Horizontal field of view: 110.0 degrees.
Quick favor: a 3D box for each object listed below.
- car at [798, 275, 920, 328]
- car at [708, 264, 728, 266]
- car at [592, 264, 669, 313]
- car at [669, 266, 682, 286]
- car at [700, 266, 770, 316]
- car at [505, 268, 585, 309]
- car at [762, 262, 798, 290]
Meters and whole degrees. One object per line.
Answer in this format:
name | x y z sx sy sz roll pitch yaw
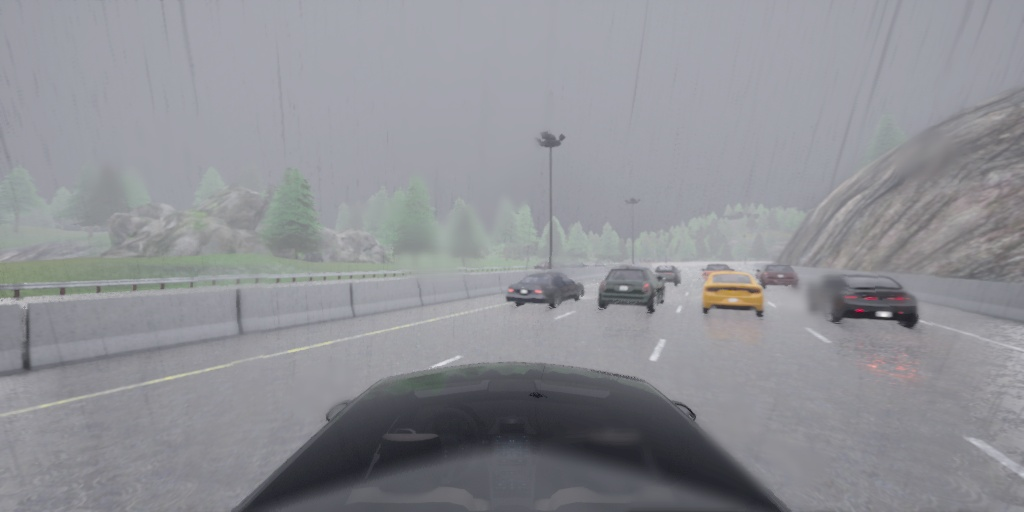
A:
car | 11.387 1.353 11.990 1.837 1.490 4.892 0 0 29
car | 15.362 1.350 26.792 2.097 1.767 4.553 0 -1 29
car | 5.181 1.239 15.231 2.097 1.767 4.553 0 -1 29
car | 12.314 1.513 28.513 2.128 1.511 4.902 0 -1 29
car | 8.665 1.351 14.303 1.882 1.535 5.008 0 0 29
car | 1.668 1.449 16.110 2.033 1.411 5.357 0 -1 29
car | 18.444 1.329 25.135 2.097 1.767 4.553 0 -1 29
